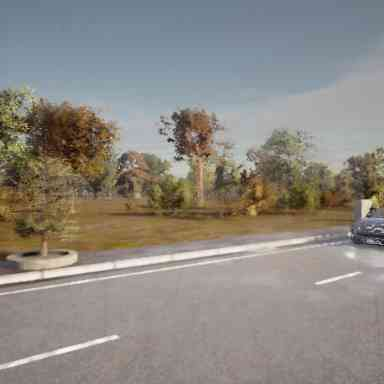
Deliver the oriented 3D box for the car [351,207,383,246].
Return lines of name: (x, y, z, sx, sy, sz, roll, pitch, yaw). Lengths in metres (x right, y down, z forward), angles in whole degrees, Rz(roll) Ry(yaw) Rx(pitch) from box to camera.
car: (8.987, 1.393, 14.597, 4.553, 1.767, 2.097, 0, 0, -35)
